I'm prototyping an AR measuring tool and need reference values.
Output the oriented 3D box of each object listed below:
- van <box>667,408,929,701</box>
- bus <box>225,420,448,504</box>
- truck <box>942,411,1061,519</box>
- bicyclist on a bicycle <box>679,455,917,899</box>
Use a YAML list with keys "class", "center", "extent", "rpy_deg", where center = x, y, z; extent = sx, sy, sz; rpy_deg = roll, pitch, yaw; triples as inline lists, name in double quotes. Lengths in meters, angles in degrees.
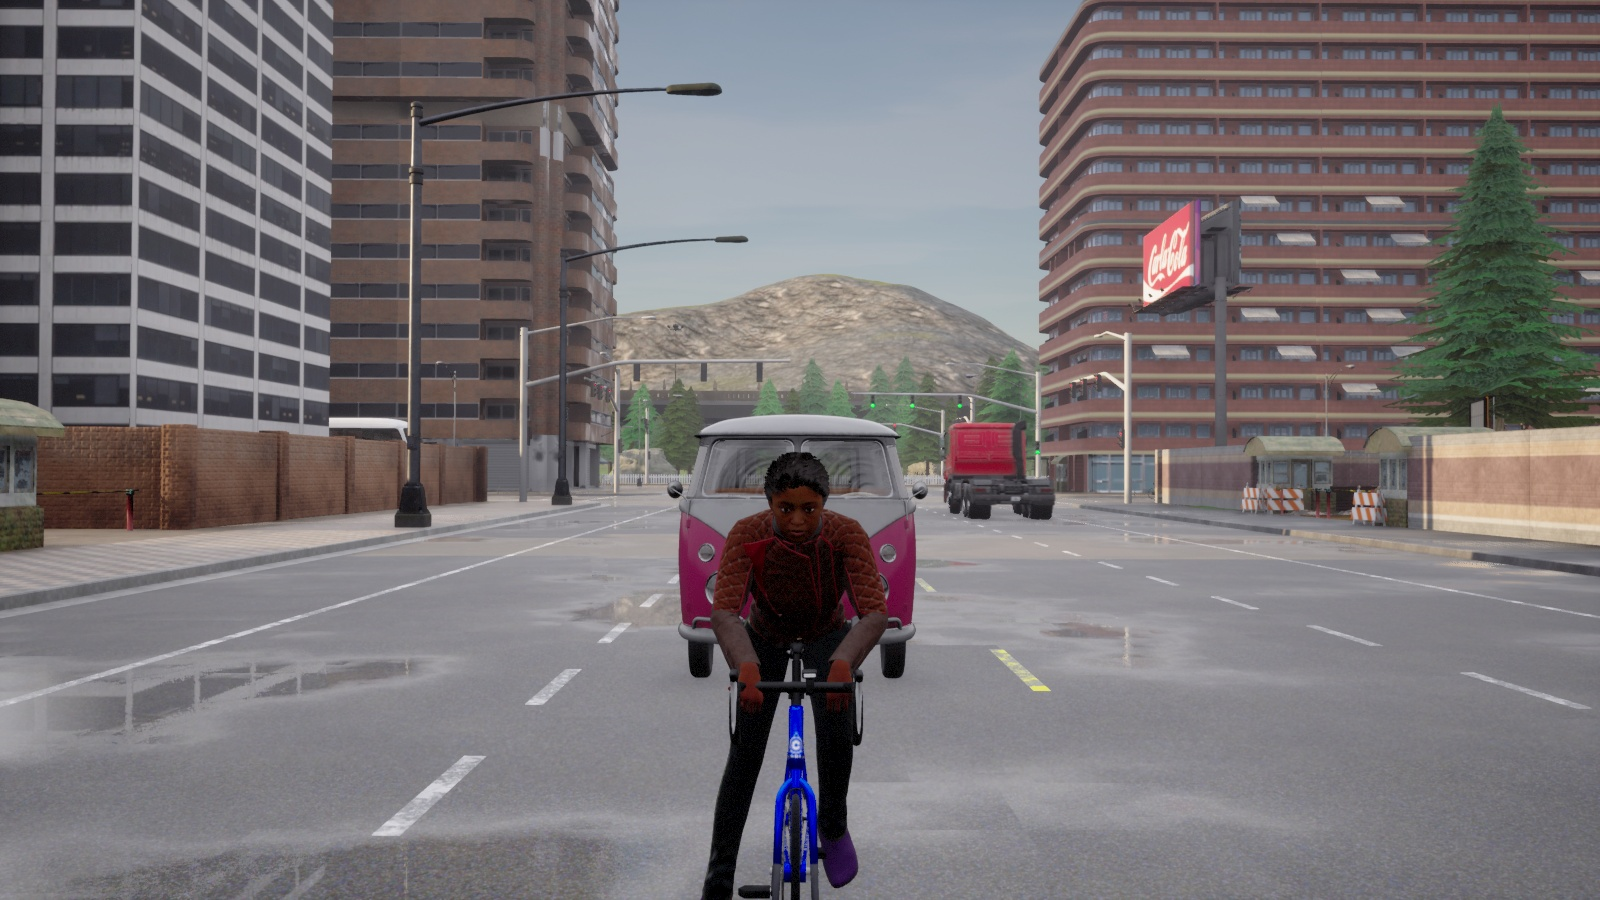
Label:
- class: "van"
  center: [-0.015, 0.748, 10.772]
  extent: [1.775, 1.987, 4.442]
  rpy_deg: [0, -1, 0]
- class: "bus"
  center: [-24.146, 0.639, 65.914]
  extent: [10.273, 4.253, 3.944]
  rpy_deg: [0, -1, 0]
- class: "truck"
  center: [6.935, 0.549, 44.425]
  extent: [2.891, 3.462, 7.936]
  rpy_deg: [0, -1, 0]
- class: "bicyclist on a bicycle"
  center: [-0.005, 0.833, 3.919]
  extent: [0.582, 1.620, 1.656]
  rpy_deg: [0, -1, 0]
